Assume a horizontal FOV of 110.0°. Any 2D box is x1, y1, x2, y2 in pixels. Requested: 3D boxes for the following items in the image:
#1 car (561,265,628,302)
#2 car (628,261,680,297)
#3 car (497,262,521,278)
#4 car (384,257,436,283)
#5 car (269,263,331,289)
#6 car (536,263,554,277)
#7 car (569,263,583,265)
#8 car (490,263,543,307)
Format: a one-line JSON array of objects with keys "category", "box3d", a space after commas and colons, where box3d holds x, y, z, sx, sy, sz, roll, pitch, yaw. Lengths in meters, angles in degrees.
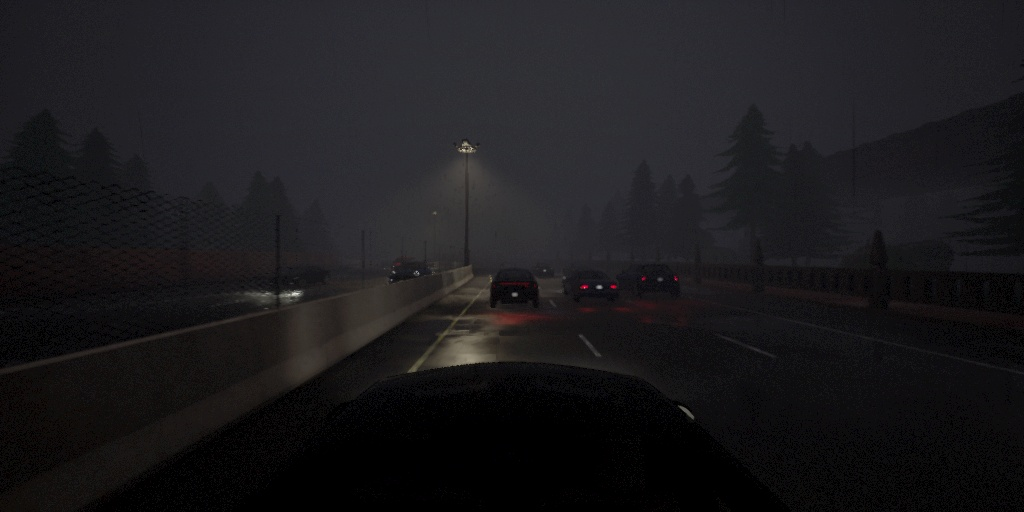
[{"category": "car", "box3d": [3.601, 1.339, 17.299, 2.033, 1.411, 5.357, 0, 0, 0]}, {"category": "car", "box3d": [7.100, 1.147, 19.287, 2.097, 1.767, 4.553, 0, 0, 0]}, {"category": "car", "box3d": [-0.412, 1.386, 36.264, 2.033, 1.411, 5.357, 0, 0, -5]}, {"category": "car", "box3d": [-7.164, 1.163, 25.700, 2.097, 1.767, 4.553, 0, 0, -1]}, {"category": "car", "box3d": [-14.130, 1.283, 24.191, 1.882, 1.535, 5.008, 0, 0, 0]}, {"category": "car", "box3d": [2.987, 1.405, 36.723, 1.994, 1.385, 4.181, 0, 0, -5]}, {"category": "car", "box3d": [6.497, 1.405, 36.777, 1.994, 1.385, 4.181, 0, 0, -5]}, {"category": "car", "box3d": [0.101, 1.263, 15.625, 1.882, 1.535, 5.008, 0, 0, 0]}]
